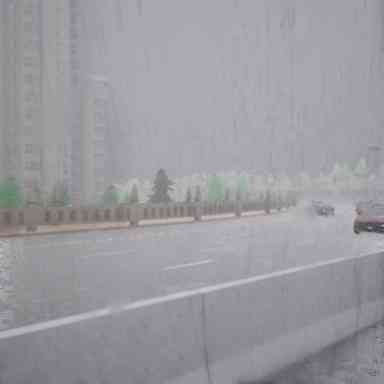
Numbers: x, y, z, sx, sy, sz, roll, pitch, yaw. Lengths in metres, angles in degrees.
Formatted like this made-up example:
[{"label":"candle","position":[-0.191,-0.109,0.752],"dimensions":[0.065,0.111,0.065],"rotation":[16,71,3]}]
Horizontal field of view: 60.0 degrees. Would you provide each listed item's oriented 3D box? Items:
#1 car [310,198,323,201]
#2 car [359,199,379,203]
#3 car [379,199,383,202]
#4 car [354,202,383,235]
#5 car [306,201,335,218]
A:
[{"label":"car","position":[26.667,1.984,71.002],"dimensions":[1.882,1.535,5.008],"rotation":[0,-1,6]},{"label":"car","position":[19.734,1.730,37.792],"dimensions":[2.128,1.511,4.902],"rotation":[0,-1,28]},{"label":"car","position":[30.373,1.898,54.266],"dimensions":[1.837,1.490,4.892],"rotation":[0,-1,17]},{"label":"car","position":[10.763,1.571,18.960],"dimensions":[1.882,1.535,5.008],"rotation":[0,0,41]},{"label":"car","position":[12.744,1.801,32.882],"dimensions":[1.895,1.301,4.718],"rotation":[0,-1,33]}]
